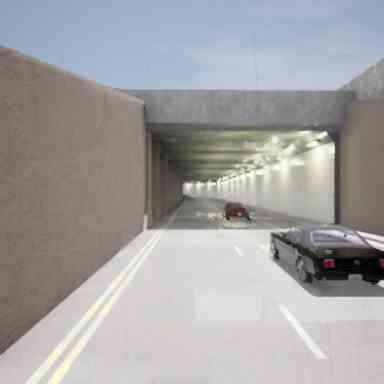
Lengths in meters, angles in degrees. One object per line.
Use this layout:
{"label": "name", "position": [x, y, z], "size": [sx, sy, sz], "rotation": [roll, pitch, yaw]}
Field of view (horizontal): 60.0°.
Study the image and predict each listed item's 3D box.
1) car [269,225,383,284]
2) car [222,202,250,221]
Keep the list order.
{"label": "car", "position": [3.596, 1.596, 9.528], "size": [1.895, 1.301, 4.718], "rotation": [0, 0, 0]}
{"label": "car", "position": [3.582, 1.512, 27.353], "size": [1.812, 1.442, 4.674], "rotation": [0, 0, 0]}
